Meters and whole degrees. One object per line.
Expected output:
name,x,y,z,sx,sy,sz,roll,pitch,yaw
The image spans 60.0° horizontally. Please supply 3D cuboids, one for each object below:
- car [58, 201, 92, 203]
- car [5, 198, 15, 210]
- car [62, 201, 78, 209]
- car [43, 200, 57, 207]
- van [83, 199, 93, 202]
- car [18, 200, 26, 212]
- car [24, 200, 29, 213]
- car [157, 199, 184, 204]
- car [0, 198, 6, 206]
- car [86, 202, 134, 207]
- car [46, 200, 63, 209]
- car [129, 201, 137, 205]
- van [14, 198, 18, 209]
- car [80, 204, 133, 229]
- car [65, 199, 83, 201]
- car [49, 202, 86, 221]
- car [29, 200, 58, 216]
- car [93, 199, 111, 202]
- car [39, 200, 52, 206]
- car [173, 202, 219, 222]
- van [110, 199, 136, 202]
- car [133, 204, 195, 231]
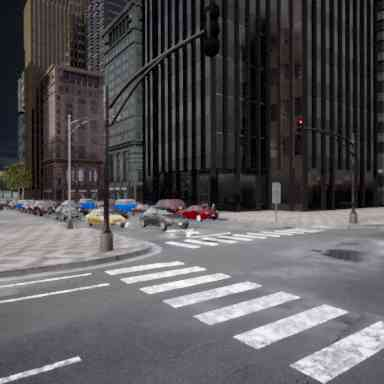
car,-13.905,2.078,39.523,2.033,1.411,5.357,0,-1,-35
car,-32.110,2.351,60.420,1.967,1.590,4.097,-1,0,-36
car,-22.857,2.401,62.134,1.802,1.307,4.206,-1,0,-36
car,-31.921,2.589,74.839,1.947,1.339,4.313,-1,0,-36
van,-17.220,2.032,54.290,1.690,1.788,3.998,-1,0,-36
car,-23.493,2.154,48.342,1.967,1.590,4.097,-1,0,-36
car,-20.654,2.193,44.365,1.887,1.381,4.507,-1,0,-36
car,-2.472,1.662,33.567,2.192,1.841,5.009,-1,0,-36
car,-41.477,2.664,73.553,1.887,1.381,4.507,-1,0,-36
car,-7.738,1.933,30.863,2.033,1.411,5.357,0,-1,-36
car,-25.119,2.311,60.726,1.882,1.535,5.008,0,-1,-35
car,-5.416,1.998,37.711,1.802,1.307,4.206,-1,0,-36
van,-26.333,2.120,52.320,1.690,1.788,3.998,-1,0,-36
car,-6.367,1.840,24.340,1.752,1.417,4.829,-1,0,-36
car,-19.411,2.055,52.729,2.097,1.767,4.553,0,-1,-36
car,-12.140,2.001,32.433,2.008,1.369,4.403,-1,0,-36
car,-17.821,1.898,40.388,2.192,1.841,5.009,-1,0,-36
car,-11.321,1.869,46.001,2.192,1.841,5.009,-1,0,-36
car,-34.943,2.654,79.074,1.947,1.339,4.313,-1,0,-36
car,0.483,1.823,29.422,1.887,1.381,4.507,-1,0,-36
van,-8.371,1.827,41.856,1.690,1.788,3.998,-1,0,-36
car,-2.059,1.778,22.928,1.812,1.442,4.674,0,-1,-34
